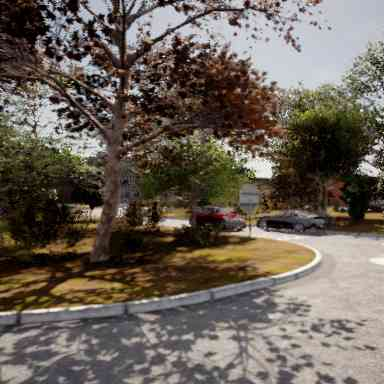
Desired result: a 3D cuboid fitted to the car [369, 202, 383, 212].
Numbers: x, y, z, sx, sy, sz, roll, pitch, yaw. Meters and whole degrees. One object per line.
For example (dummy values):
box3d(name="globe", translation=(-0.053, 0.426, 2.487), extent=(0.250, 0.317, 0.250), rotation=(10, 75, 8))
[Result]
box3d(name="car", translation=(32.095, 2.546, 54.673), extent=(1.882, 1.535, 5.008), rotation=(2, -1, -29))

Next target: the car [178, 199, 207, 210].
box3d(name="car", translation=(-0.010, 1.967, 53.247), extent=(1.946, 1.575, 5.366), rotation=(1, 0, -36))

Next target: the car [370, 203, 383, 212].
box3d(name="car", translation=(30.141, 2.449, 51.322), extent=(1.837, 1.490, 4.892), rotation=(1, -1, -30))

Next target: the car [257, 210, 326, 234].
box3d(name="car", translation=(6.684, 2.004, 22.935), extent=(2.128, 1.511, 4.902), rotation=(3, -3, -39))

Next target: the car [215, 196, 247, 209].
box3d(name="car", translation=(6.686, 1.820, 58.292), extent=(2.435, 2.045, 5.566), rotation=(1, -1, -36))

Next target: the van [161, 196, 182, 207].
box3d(name="van", translation=(-4.080, 1.783, 65.500), extent=(1.878, 1.987, 4.442), rotation=(1, -1, -36))

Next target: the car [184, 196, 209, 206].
box3d(name="car", translation=(0.903, 1.848, 69.177), extent=(2.435, 2.045, 5.566), rotation=(1, -1, -36))

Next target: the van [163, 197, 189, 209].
box3d(name="van", translation=(-2.457, 1.724, 51.869), extent=(1.878, 1.987, 4.442), rotation=(1, 0, -36))

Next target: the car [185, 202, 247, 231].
box3d(name="car", translation=(1.837, 1.811, 24.006), extent=(2.097, 1.767, 4.553), rotation=(3, -3, -35))
